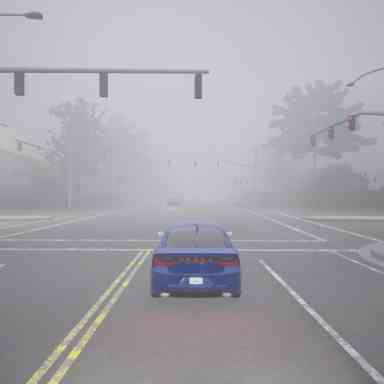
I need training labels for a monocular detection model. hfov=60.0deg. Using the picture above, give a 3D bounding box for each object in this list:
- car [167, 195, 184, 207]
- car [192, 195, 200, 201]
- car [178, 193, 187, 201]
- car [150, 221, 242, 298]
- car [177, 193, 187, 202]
[{"bbox_3d":[-2.770,1.564,51.451,1.994,1.385,4.181,0,0,1],"label":"car"},{"bbox_3d":[1.084,1.552,84.152,1.994,1.385,4.181,0,0,0],"label":"car"},{"bbox_3d":[-2.535,1.553,70.011,1.994,1.385,4.181,0,0,0],"label":"car"},{"bbox_3d":[0.085,1.478,8.578,1.882,1.535,5.008,0,0,0],"label":"car"},{"bbox_3d":[-2.446,1.225,80.624,2.150,2.045,5.566,0,0,0],"label":"car"}]
